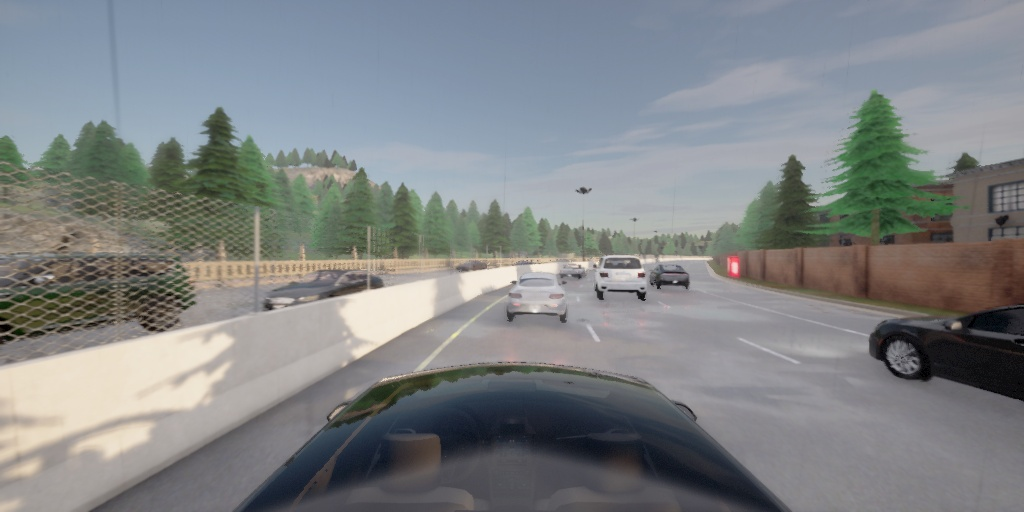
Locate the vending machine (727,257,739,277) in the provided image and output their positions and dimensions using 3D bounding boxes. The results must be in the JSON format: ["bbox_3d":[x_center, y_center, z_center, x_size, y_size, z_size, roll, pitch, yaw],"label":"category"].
[{"bbox_3d":[21.228,1.044,34.332,1.100,2.100,0.880,0,0,24],"label":"vending machine"}]

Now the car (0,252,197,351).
[{"bbox_3d":[-10.234,0.924,7.955,2.150,2.045,5.566,0,0,4],"label":"car"}]

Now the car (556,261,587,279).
[{"bbox_3d":[5.654,1.377,32.700,1.895,1.301,4.718,0,0,19],"label":"car"}]

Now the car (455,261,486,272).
[{"bbox_3d":[-4.958,1.273,44.475,2.033,1.411,5.357,0,0,23],"label":"car"}]

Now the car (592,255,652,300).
[{"bbox_3d":[5.327,0.996,18.121,2.150,2.045,5.566,0,0,11],"label":"car"}]

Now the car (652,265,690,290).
[{"bbox_3d":[10.061,1.288,23.126,2.128,1.511,4.902,0,0,14],"label":"car"}]

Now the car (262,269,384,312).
[{"bbox_3d":[-6.291,1.212,12.586,2.128,1.511,4.902,0,0,7],"label":"car"}]

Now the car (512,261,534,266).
[{"bbox_3d":[1.572,1.321,50.055,1.994,1.385,4.181,0,0,27],"label":"car"}]

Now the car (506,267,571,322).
[{"bbox_3d":[0.904,1.280,12.324,1.812,1.442,4.674,0,0,6],"label":"car"}]

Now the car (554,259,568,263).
[{"bbox_3d":[7.524,1.262,53.947,1.882,1.535,5.008,0,0,28],"label":"car"}]

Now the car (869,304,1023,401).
[{"bbox_3d":[7.255,1.289,4.373,1.837,1.490,4.892,0,0,2],"label":"car"}]
